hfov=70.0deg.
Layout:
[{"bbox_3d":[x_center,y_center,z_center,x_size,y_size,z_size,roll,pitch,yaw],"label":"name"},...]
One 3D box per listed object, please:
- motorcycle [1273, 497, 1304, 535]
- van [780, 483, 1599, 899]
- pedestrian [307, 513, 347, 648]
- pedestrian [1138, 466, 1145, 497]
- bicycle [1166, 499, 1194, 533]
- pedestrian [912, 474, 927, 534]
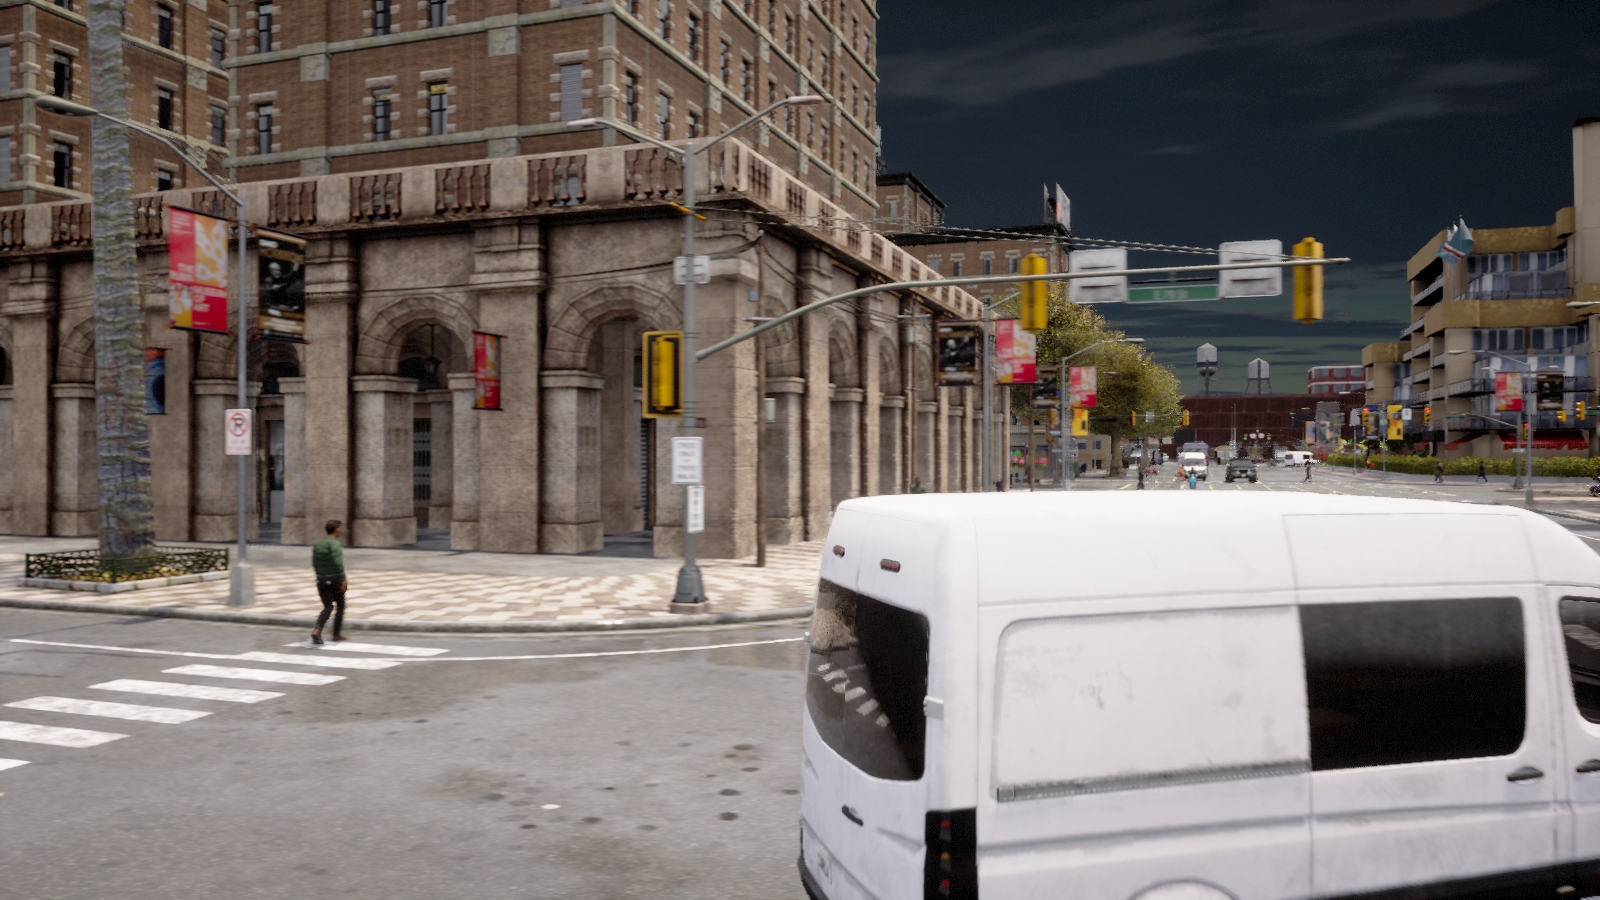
[{"bbox_3d":[16.445,2.213,38.490,0.803,1.145,2.033,0,0,18],"label":"motorcycle"},{"bbox_3d":[3.009,1.534,6.545,5.915,2.561,1.988,0,1,-18],"label":"van"},{"bbox_3d":[-6.750,1.847,16.298,0.375,1.860,0.375,0,0,20],"label":"pedestrian"},{"bbox_3d":[20.139,1.848,67.396,0.375,1.860,0.375,0,0,7],"label":"pedestrian"},{"bbox_3d":[13.056,2.256,39.236,0.859,1.080,1.487,0,0,21],"label":"bicycle"},{"bbox_3d":[3.753,1.695,35.940,0.375,1.860,0.375,0,0,19],"label":"pedestrian"}]
